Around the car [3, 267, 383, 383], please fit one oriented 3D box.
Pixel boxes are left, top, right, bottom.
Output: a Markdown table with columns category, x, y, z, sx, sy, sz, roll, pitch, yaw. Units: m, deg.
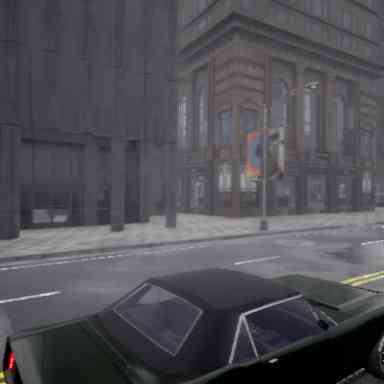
| category | x | y | z | sx | sy | sz | roll | pitch | yaw |
| --- | --- | --- | --- | --- | --- | --- | --- | --- | --- |
| car | 0.604 | 1.603 | 3.844 | 4.718 | 1.301 | 1.895 | 0 | 0 | -35 |
